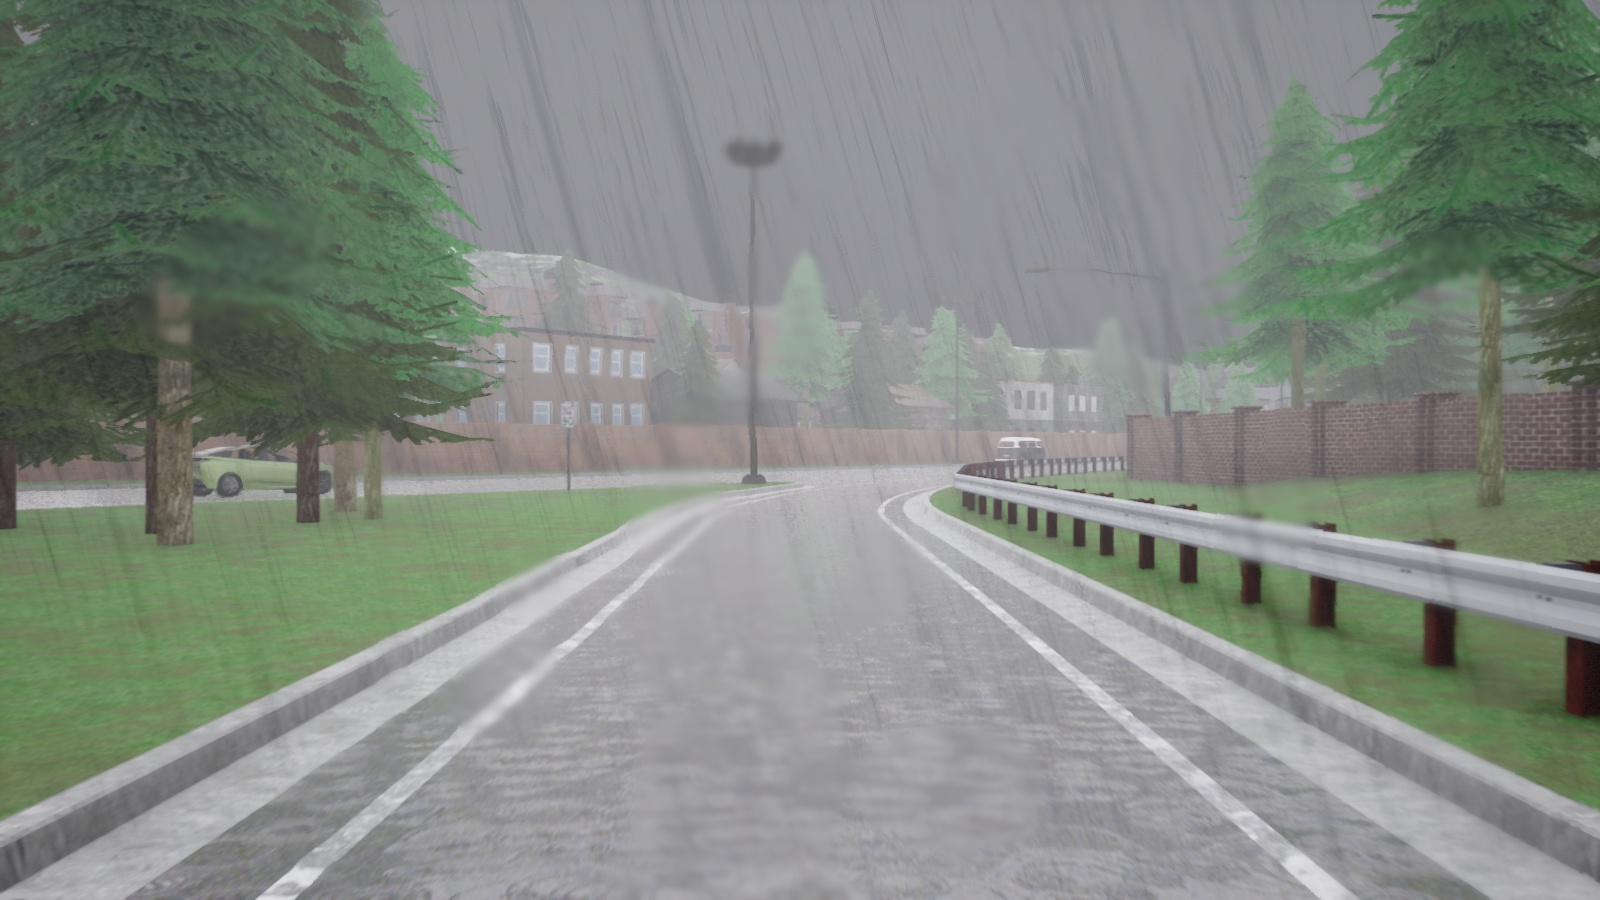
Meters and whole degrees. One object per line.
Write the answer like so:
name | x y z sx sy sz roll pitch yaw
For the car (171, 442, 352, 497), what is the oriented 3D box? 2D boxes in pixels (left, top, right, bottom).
car | -15.863 0.537 37.178 2.007 1.525 4.514 0 0 39

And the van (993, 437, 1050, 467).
van | 15.673 0.142 88.590 2.069 2.038 4.480 0 1 38
